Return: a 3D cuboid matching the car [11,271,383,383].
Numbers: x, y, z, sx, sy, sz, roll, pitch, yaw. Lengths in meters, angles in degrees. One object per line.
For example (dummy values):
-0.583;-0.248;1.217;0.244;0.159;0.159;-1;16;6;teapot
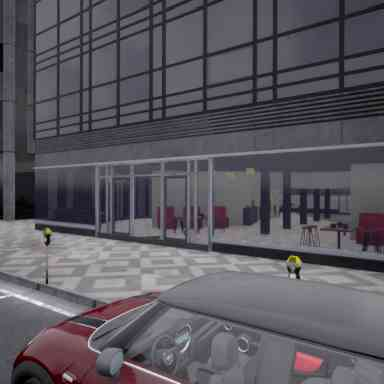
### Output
0.243;1.440;2.789;4.097;1.590;1.967;0;0;36;car
